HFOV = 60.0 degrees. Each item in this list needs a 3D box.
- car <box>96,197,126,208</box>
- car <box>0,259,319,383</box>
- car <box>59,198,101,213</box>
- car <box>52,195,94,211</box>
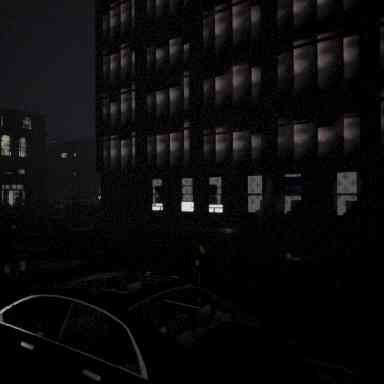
[{"bbox_3d":[-12.407,1.643,51.201,1.967,1.590,4.097,-1,-1,36],"label":"car"},{"bbox_3d":[-0.982,1.551,3.579,4.403,1.369,2.008,0,0,35],"label":"car"},{"bbox_3d":[-12.191,1.683,37.295,1.802,1.307,4.206,-1,-1,36],"label":"car"},{"bbox_3d":[-15.136,1.369,43.120,2.150,2.045,5.566,0,0,36],"label":"car"}]
